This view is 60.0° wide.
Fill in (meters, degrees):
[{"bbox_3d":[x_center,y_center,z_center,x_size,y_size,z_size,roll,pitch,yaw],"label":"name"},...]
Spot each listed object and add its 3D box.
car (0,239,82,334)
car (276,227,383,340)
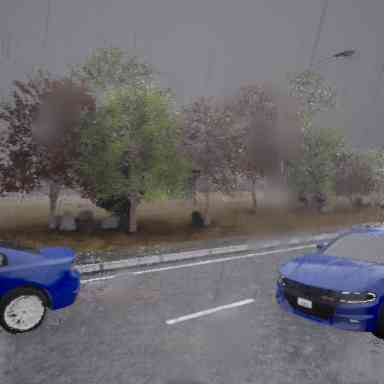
[{"bbox_3d":[-4.353,1.478,5.183,5.008,1.535,1.882,0,0,-35],"label":"car"},{"bbox_3d":[3.819,1.478,6.699,5.008,1.535,1.882,0,0,-35],"label":"car"}]
